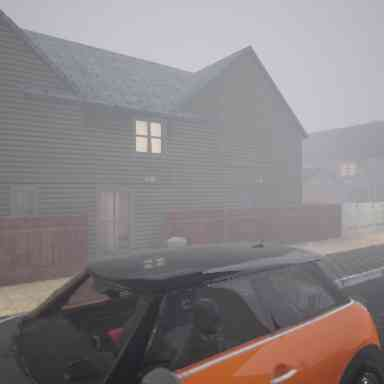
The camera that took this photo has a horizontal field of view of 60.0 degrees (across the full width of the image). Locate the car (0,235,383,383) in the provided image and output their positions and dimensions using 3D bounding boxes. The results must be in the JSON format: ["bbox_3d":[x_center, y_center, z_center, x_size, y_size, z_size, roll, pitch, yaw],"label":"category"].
[{"bbox_3d":[-0.381,1.352,2.805,4.553,1.767,2.097,0,0,-36],"label":"car"}]
